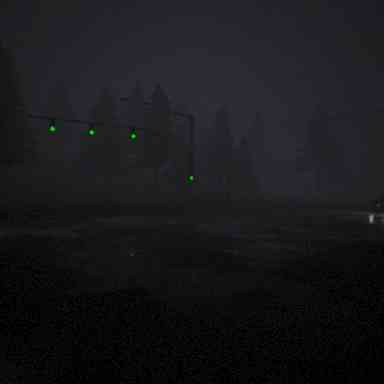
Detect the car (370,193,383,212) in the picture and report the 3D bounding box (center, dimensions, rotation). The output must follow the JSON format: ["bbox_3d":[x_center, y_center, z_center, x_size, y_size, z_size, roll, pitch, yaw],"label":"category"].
[{"bbox_3d":[19.919,0.925,32.565,5.566,2.045,2.150,1,1,-29],"label":"car"}]
